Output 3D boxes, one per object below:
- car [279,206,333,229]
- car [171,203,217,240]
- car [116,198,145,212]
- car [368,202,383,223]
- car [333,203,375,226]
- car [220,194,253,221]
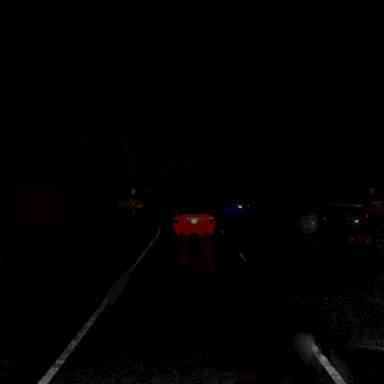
[{"bbox_3d":[7.099,1.590,21.665,1.895,1.301,4.718,0,0,0],"label":"car"},{"bbox_3d":[0.098,1.342,17.118,2.097,1.767,4.553,0,0,0],"label":"car"},{"bbox_3d":[-7.387,1.457,39.514,1.882,1.535,5.008,1,-1,-36],"label":"car"},{"bbox_3d":[14.099,1.465,25.320,1.882,1.535,5.008,0,0,0],"label":"car"},{"bbox_3d":[10.598,1.589,23.625,1.895,1.301,4.718,0,0,0],"label":"car"},{"bbox_3d":[3.598,1.207,27.473,2.150,2.045,5.566,0,0,0],"label":"car"}]
